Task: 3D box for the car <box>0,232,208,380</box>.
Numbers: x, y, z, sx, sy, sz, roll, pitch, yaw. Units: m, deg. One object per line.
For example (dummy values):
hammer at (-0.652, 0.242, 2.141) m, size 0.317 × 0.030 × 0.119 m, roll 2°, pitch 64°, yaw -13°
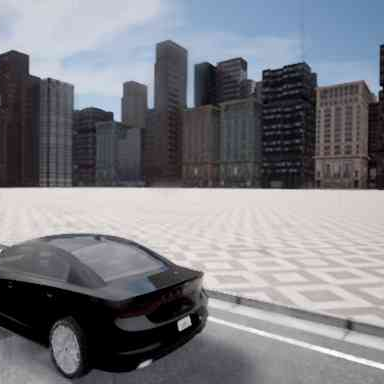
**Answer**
car at (-2.106, 1.418, 5.494) m, size 5.008 × 1.535 × 1.882 m, roll 1°, pitch 1°, yaw 35°
